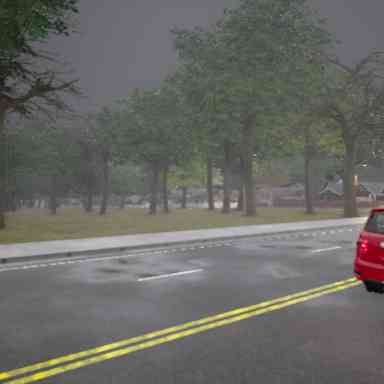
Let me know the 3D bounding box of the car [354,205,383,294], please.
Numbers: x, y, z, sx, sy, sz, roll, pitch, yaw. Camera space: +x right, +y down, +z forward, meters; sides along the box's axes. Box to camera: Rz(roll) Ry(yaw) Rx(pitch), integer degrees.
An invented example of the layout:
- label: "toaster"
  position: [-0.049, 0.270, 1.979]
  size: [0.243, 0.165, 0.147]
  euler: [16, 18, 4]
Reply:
- label: "car"
  position: [6.021, 1.277, 7.742]
  size: [5.566, 2.045, 2.150]
  euler: [0, 0, -36]
